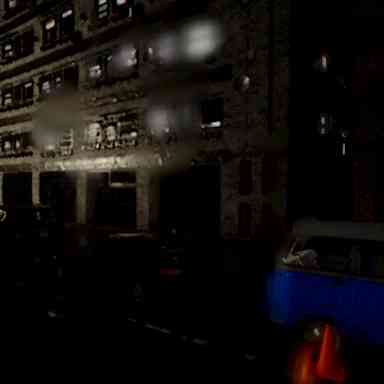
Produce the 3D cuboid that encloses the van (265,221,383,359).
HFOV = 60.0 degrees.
[{"bbox_3d":[3.047,1.341,4.347,3.998,1.788,1.690,0,1,35],"label":"van"}]

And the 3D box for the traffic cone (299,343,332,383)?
[{"bbox_3d":[1.238,1.955,3.521,0.340,0.580,0.340,0,0,35],"label":"traffic cone"}]

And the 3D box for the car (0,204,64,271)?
[{"bbox_3d":[-6.179,1.316,10.921,5.009,1.841,2.192,0,1,35],"label":"car"}]

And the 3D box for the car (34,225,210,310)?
[{"bbox_3d":[-1.564,1.582,7.636,4.206,1.307,1.802,0,1,35],"label":"car"}]

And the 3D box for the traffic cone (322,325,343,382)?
[{"bbox_3d":[1.699,1.954,4.148,0.340,0.580,0.340,0,1,25],"label":"traffic cone"}]
